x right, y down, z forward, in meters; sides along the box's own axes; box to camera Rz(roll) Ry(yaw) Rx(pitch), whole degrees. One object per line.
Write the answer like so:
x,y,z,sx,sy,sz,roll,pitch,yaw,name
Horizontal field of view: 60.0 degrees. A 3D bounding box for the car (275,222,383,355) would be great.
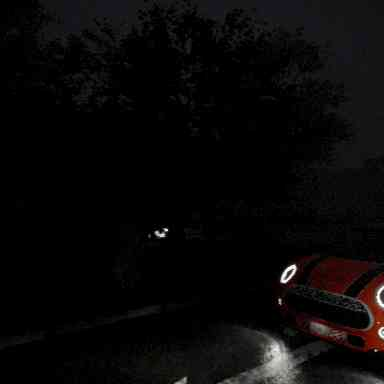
3.608,1.407,6.229,4.553,1.767,2.097,0,0,-39,car
